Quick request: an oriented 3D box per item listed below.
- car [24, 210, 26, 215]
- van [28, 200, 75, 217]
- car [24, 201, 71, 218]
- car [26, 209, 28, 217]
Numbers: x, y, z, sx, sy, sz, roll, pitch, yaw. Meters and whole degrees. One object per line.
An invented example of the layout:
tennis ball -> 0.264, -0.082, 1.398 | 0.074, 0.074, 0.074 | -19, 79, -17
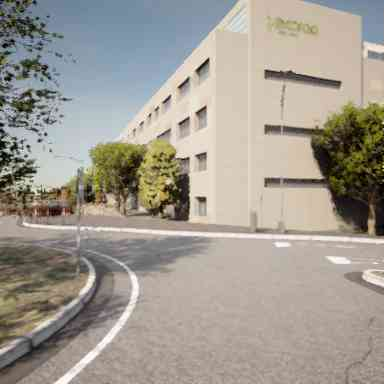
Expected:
car -> -17.869, 2.409, 41.606 | 5.008, 1.535, 2.097 | 0, -4, -27
van -> -15.281, 1.860, 36.642 | 4.442, 1.987, 1.878 | 0, -3, -26
car -> -19.110, 2.343, 44.055 | 5.566, 2.045, 2.435 | 0, -4, -26
car -> -16.588, 2.264, 39.084 | 4.792, 1.488, 2.163 | 0, -4, -26
